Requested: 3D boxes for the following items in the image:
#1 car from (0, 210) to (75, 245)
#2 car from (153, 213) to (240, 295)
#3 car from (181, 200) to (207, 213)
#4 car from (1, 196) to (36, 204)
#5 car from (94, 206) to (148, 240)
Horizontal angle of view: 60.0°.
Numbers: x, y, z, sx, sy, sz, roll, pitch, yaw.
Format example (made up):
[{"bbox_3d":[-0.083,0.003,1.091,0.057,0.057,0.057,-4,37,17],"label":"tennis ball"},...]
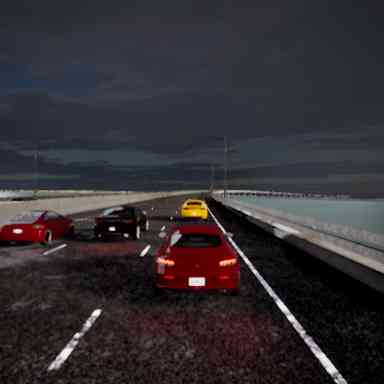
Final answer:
[{"bbox_3d":[-6.879,1.502,15.124,1.994,1.385,4.181,0,0,0],"label":"car"},{"bbox_3d":[0.103,1.491,8.479,1.812,1.442,4.674,0,0,0],"label":"car"},{"bbox_3d":[0.181,1.370,26.054,1.882,1.535,5.008,0,0,0],"label":"car"},{"bbox_3d":[-17.448,1.214,33.577,2.097,1.767,4.553,0,0,1],"label":"car"},{"bbox_3d":[-3.374,1.409,16.561,1.882,1.535,5.008,0,0,0],"label":"car"}]
